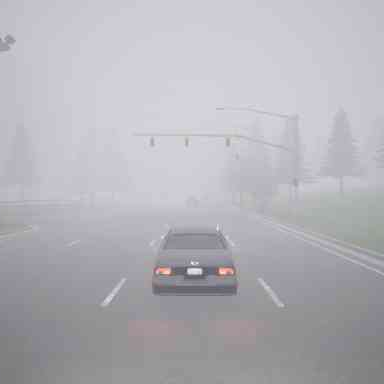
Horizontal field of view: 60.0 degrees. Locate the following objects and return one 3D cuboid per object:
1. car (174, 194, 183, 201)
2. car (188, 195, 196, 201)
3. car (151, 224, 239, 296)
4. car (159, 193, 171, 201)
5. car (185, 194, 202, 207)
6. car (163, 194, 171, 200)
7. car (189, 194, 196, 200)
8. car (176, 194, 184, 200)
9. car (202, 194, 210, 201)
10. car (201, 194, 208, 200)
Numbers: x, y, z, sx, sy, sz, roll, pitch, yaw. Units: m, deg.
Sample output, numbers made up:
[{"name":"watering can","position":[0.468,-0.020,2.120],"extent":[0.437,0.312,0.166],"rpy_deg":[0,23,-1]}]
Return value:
[{"name":"car","position":[-3.458,1.517,83.901],"extent":[1.812,1.442,4.674],"rpy_deg":[0,0,0]},{"name":"car","position":[0.042,1.531,83.482],"extent":[2.033,1.411,5.357],"rpy_deg":[0,0,0]},{"name":"car","position":[0.071,1.547,8.800],"extent":[2.033,1.411,5.357],"rpy_deg":[0,0,0]},{"name":"car","position":[-6.958,1.217,83.516],"extent":[2.150,2.045,5.566],"rpy_deg":[0,0,0]},{"name":"car","position":[0.024,1.352,52.839],"extent":[2.097,1.767,4.553],"rpy_deg":[0,0,0]},{"name":"car","position":[-6.953,1.385,93.906],"extent":[1.994,1.385,4.181],"rpy_deg":[0,0,0]},{"name":"car","position":[0.047,1.310,93.902],"extent":[1.882,1.535,5.008],"rpy_deg":[0,0,0]},{"name":"car","position":[-3.453,1.358,93.904],"extent":[2.128,1.511,4.902],"rpy_deg":[0,0,0]},{"name":"car","position":[3.542,1.492,83.481],"extent":[1.837,1.490,4.892],"rpy_deg":[0,0,0]},{"name":"car","position":[3.547,1.310,93.901],"extent":[1.882,1.535,5.008],"rpy_deg":[0,0,0]}]
